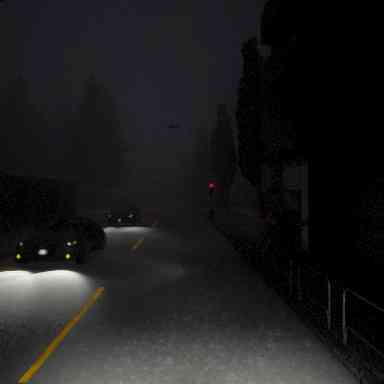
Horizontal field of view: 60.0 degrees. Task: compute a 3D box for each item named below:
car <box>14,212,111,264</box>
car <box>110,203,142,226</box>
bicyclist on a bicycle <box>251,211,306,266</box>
[{"bbox_3d":[-4.386,1.565,11.656,1.994,1.385,4.181,0,0,-2],"label":"car"},{"bbox_3d":[-4.671,1.526,23.528,1.812,1.442,4.674,0,0,-1],"label":"car"},{"bbox_3d":[2.540,1.386,9.639,1.656,1.620,0.582,4,1,-2],"label":"bicyclist on a bicycle"}]
